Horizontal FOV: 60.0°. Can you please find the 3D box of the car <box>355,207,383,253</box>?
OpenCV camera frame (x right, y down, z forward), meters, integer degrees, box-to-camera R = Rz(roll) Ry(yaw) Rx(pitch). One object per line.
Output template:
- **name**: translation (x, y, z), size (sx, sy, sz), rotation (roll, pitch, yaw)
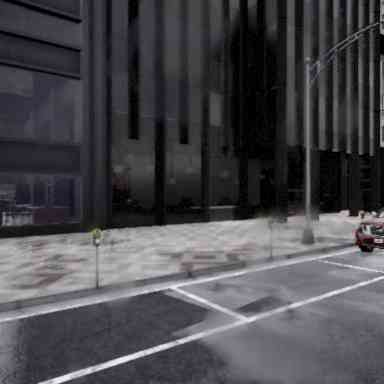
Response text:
- **car**: translation (8.155, 1.272, 12.352), size (5.009, 1.841, 2.192), rotation (0, 0, -36)
